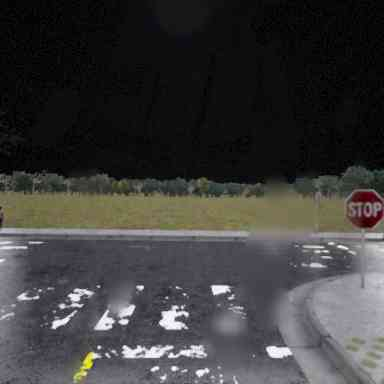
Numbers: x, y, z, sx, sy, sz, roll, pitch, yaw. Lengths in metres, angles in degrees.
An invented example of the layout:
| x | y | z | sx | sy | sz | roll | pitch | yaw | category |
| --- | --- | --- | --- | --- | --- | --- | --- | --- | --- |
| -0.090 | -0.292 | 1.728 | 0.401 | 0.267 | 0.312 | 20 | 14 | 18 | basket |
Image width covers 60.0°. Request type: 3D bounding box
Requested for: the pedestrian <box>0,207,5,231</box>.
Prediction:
| x | y | z | sx | sy | sz | roll | pitch | yaw | category |
| --- | --- | --- | --- | --- | --- | --- | --- | --- | --- |
| -9.685 | 0.996 | 16.820 | 0.375 | 1.860 | 0.375 | 0 | -1 | 0 | pedestrian |
